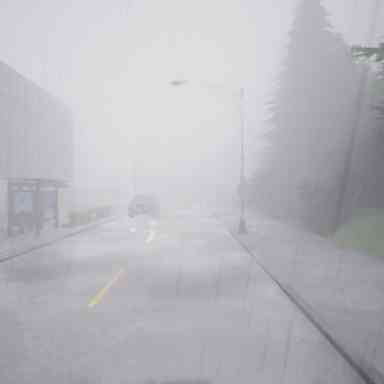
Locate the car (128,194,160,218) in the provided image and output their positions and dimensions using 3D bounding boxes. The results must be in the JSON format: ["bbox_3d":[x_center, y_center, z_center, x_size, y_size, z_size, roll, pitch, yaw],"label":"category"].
[{"bbox_3d":[-4.099,1.157,29.161,2.150,2.045,5.566,0,0,0],"label":"car"}]
